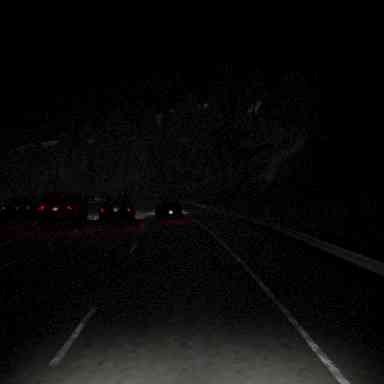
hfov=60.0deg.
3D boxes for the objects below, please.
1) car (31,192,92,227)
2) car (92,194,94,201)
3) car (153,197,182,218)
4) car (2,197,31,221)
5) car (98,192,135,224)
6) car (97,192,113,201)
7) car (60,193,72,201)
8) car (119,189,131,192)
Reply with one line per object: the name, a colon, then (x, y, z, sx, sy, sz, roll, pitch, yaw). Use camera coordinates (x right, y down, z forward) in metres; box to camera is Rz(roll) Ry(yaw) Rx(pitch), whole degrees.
car: (-8.077, 1.021, 21.219, 2.150, 2.045, 5.566, 0, 1, -9)
car: (-18.867, 0.896, 60.258, 1.837, 1.490, 4.892, 1, 0, -24)
car: (-1.920, 1.173, 26.146, 1.837, 1.490, 4.892, 0, 0, -10)
car: (-12.563, 1.145, 25.229, 2.097, 1.767, 4.553, -1, 1, -9)
car: (-4.962, 1.104, 22.397, 2.097, 1.767, 4.553, -1, 1, -8)
car: (-16.804, 0.812, 63.970, 2.128, 1.511, 4.902, -1, 1, -24)
car: (-23.487, 0.947, 61.747, 1.812, 1.442, 4.674, -1, 0, -24)
car: (-13.180, 0.493, 64.644, 2.150, 2.045, 5.566, -1, 0, -24)
